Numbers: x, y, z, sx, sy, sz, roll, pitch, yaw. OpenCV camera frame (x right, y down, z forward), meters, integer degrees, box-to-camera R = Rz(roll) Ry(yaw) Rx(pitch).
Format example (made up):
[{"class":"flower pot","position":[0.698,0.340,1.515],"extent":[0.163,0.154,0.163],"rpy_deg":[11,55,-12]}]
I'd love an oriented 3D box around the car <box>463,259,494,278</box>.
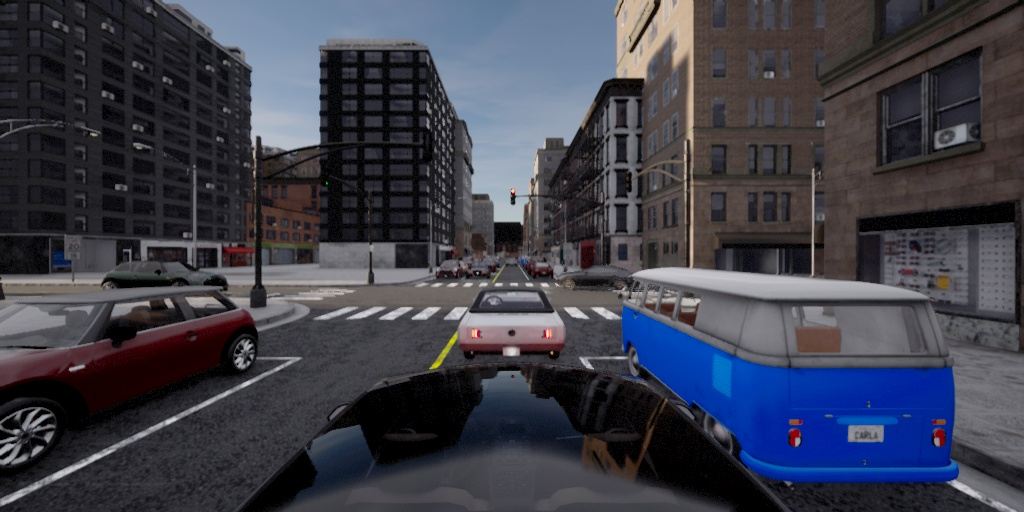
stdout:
[{"class":"car","position":[-2.883,1.237,31.569],"extent":[1.994,1.385,4.181],"rpy_deg":[0,0,-1]}]

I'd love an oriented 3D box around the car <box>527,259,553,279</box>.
[{"class":"car","position":[2.606,1.218,31.405],"extent":[1.888,1.381,4.507],"rpy_deg":[0,0,0]}]

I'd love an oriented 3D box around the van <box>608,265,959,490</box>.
[{"class":"van","position":[2.637,1.083,4.524],"extent":[1.690,1.789,3.998],"rpy_deg":[0,0,0]}]

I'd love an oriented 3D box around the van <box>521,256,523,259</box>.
[{"class":"van","position":[2.580,0.955,53.043],"extent":[1.690,1.789,3.998],"rpy_deg":[0,0,0]}]

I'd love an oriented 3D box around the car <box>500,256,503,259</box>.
[{"class":"car","position":[-2.883,0.965,53.713],"extent":[2.097,1.767,4.553],"rpy_deg":[0,0,0]}]

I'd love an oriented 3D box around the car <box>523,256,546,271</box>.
[{"class":"car","position":[2.599,0.973,36.814],"extent":[2.192,1.841,5.009],"rpy_deg":[0,0,0]}]

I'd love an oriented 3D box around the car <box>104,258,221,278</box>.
[{"class":"car","position":[-16.005,0.987,16.730],"extent":[4.553,1.767,2.097],"rpy_deg":[0,0,0]}]

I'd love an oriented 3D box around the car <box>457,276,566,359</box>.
[{"class":"car","position":[-0.006,1.334,8.309],"extent":[1.895,1.301,4.718],"rpy_deg":[0,0,0]}]

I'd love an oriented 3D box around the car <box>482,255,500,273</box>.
[{"class":"car","position":[-2.876,0.998,41.838],"extent":[2.097,1.767,4.553],"rpy_deg":[0,0,0]}]

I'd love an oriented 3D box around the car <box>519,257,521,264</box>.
[{"class":"car","position":[2.574,1.165,58.452],"extent":[1.948,1.339,4.313],"rpy_deg":[0,0,0]}]

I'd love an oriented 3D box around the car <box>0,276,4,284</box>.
[{"class":"car","position":[-27.114,1.174,16.718],"extent":[4.718,1.301,1.895],"rpy_deg":[0,0,1]}]

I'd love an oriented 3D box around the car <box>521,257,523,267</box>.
[{"class":"car","position":[2.587,1.175,47.633],"extent":[1.888,1.381,4.507],"rpy_deg":[0,0,0]}]

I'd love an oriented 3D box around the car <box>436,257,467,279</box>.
[{"class":"car","position":[-5.420,1.114,31.395],"extent":[1.967,1.591,4.097],"rpy_deg":[0,0,0]}]

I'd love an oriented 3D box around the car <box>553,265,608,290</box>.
[{"class":"car","position":[5.008,1.258,20.956],"extent":[4.674,1.442,1.812],"rpy_deg":[1,0,15]}]

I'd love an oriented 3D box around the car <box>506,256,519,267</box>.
[{"class":"car","position":[-0.067,1.154,61.614],"extent":[1.994,1.385,4.181],"rpy_deg":[0,0,0]}]

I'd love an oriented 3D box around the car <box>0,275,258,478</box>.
[{"class":"car","position":[-5.388,1.183,4.515],"extent":[1.967,1.591,4.097],"rpy_deg":[0,0,0]}]

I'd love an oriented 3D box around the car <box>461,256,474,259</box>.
[{"class":"car","position":[-5.432,0.960,42.214],"extent":[2.192,1.841,5.009],"rpy_deg":[0,0,0]}]
